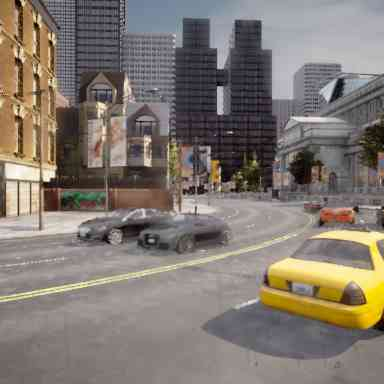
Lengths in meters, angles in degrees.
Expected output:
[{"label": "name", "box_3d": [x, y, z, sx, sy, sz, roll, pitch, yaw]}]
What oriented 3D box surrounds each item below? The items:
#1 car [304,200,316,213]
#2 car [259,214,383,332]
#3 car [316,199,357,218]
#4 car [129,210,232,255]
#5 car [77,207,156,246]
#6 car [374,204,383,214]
[{"label": "car", "box_3d": [13.849, 1.580, 37.248, 1.895, 1.301, 4.718, 0, 0, 7]}, {"label": "car", "box_3d": [3.467, 1.452, 6.892, 1.801, 1.575, 5.366, 0, 0, 44]}, {"label": "car", "box_3d": [10.091, 1.340, 23.199, 2.097, 1.767, 4.553, 0, 0, 24]}, {"label": "car", "box_3d": [-0.157, 1.554, 13.407, 1.994, 1.385, 4.181, 0, 0, 40]}, {"label": "car", "box_3d": [-2.900, 1.478, 15.510, 2.128, 1.511, 4.902, 0, 0, 40]}, {"label": "car", "box_3d": [13.318, 1.498, 21.863, 1.837, 1.490, 4.892, 0, 1, 24]}]
